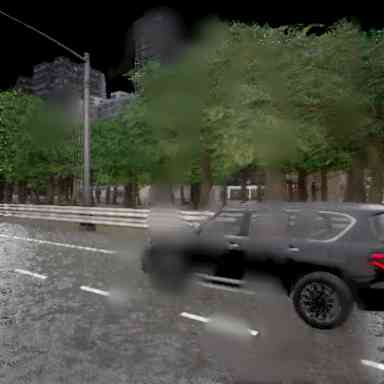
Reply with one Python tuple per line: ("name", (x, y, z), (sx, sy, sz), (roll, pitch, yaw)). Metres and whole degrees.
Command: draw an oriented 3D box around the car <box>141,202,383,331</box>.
("car", (1.442, 1.227, 7.138), (5.566, 2.045, 2.150), (0, 0, 35))
